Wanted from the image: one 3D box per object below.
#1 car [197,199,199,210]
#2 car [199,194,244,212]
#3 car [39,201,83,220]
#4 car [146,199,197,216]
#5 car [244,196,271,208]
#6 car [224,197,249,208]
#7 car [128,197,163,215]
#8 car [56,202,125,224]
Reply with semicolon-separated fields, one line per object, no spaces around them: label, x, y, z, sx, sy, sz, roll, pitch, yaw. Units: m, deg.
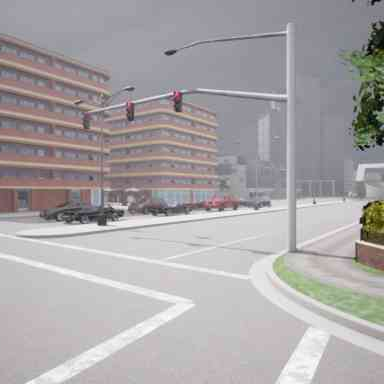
car;0.711;1.601;41.851;1.895;1.301;4.718;0;0;36
car;3.644;1.221;39.929;2.150;2.045;5.566;0;0;36
car;-9.948;1.505;27.224;1.837;1.490;4.892;0;0;36
car;-1.933;1.599;32.285;1.895;1.301;4.718;0;0;36
car;9.698;1.352;48.193;2.097;1.767;4.553;0;0;36
car;6.765;1.526;50.110;1.812;1.442;4.674;0;0;36
car;-4.544;1.352;34.635;2.097;1.767;4.553;0;0;35
car;-7.346;1.601;24.889;1.895;1.301;4.718;0;0;33
